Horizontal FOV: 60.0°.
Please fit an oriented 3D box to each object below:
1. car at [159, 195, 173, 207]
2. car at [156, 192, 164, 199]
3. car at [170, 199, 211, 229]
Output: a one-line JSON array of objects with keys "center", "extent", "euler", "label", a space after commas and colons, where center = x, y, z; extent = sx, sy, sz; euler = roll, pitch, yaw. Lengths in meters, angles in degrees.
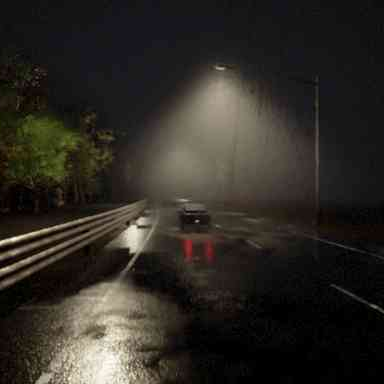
[{"center": [-3.375, 1.483, 48.989], "extent": [1.994, 1.385, 4.181], "euler": [0, 0, -7], "label": "car"}, {"center": [-5.986, 1.392, 70.381], "extent": [2.128, 1.511, 4.902], "euler": [0, 0, -7], "label": "car"}, {"center": [0.005, 1.466, 21.278], "extent": [2.128, 1.511, 4.902], "euler": [0, 0, -7], "label": "car"}]
